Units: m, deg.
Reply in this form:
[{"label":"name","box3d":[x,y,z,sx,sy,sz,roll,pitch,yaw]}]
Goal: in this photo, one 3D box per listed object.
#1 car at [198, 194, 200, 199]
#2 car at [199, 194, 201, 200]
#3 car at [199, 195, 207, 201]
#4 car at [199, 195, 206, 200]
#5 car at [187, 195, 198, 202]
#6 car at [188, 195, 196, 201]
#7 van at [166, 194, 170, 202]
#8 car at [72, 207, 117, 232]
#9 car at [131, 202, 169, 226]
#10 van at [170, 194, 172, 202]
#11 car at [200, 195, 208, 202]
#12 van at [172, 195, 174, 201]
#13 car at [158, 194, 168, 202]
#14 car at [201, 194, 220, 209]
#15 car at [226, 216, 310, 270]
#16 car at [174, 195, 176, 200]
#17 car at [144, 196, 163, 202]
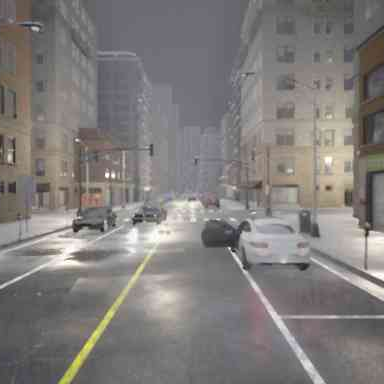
[{"label":"car","box3d":[2.858,1.345,69.125,2.192,1.841,5.009,-1,0,0]},{"label":"car","box3d":[2.859,1.553,63.709,1.752,1.417,4.829,-1,0,0]},{"label":"car","box3d":[2.866,1.600,85.883,1.947,1.339,4.313,-1,0,0]},{"label":"car","box3d":[2.868,1.600,91.469,1.947,1.339,4.313,-1,0,0]},{"label":"car","box3d":[0.007,1.524,76.216,1.837,1.490,4.892,0,0,0]},{"label":"car","box3d":[0.008,1.448,86.638,2.033,1.411,5.357,0,0,0]},{"label":"van","box3d":[-5.673,1.369,63.540,1.690,1.788,3.998,-1,0,0]},{"label":"car","box3d":[-5.674,1.563,19.909,1.947,1.339,4.313,-1,0,0]},{"label":"car","box3d":[-2.940,1.598,23.588,1.895,1.301,4.718,0,0,4]},{"label":"van","box3d":[-5.673,1.371,69.127,1.690,1.788,3.998,-1,0,0]},{"label":"car","box3d":[2.864,1.558,80.467,1.752,1.417,4.829,-1,0,0]},{"label":"van","box3d":[-5.672,1.373,74.712,1.690,1.788,3.998,-1,0,0]},{"label":"car","box3d":[-5.672,1.550,57.784,1.752,1.417,4.829,-1,0,0]},{"label":"car","box3d":[2.851,1.332,46.781,2.192,1.841,5.009,-1,0,0]},{"label":"car","box3d":[2.353,1.522,10.842,1.812,1.442,4.674,0,0,0]},{"label":"car","box3d":[-5.672,1.348,80.298,2.192,1.841,5.009,-1,0,0]},{"label":"car","box3d":[-5.672,1.583,46.783,1.947,1.339,4.313,-1,0,0]}]
